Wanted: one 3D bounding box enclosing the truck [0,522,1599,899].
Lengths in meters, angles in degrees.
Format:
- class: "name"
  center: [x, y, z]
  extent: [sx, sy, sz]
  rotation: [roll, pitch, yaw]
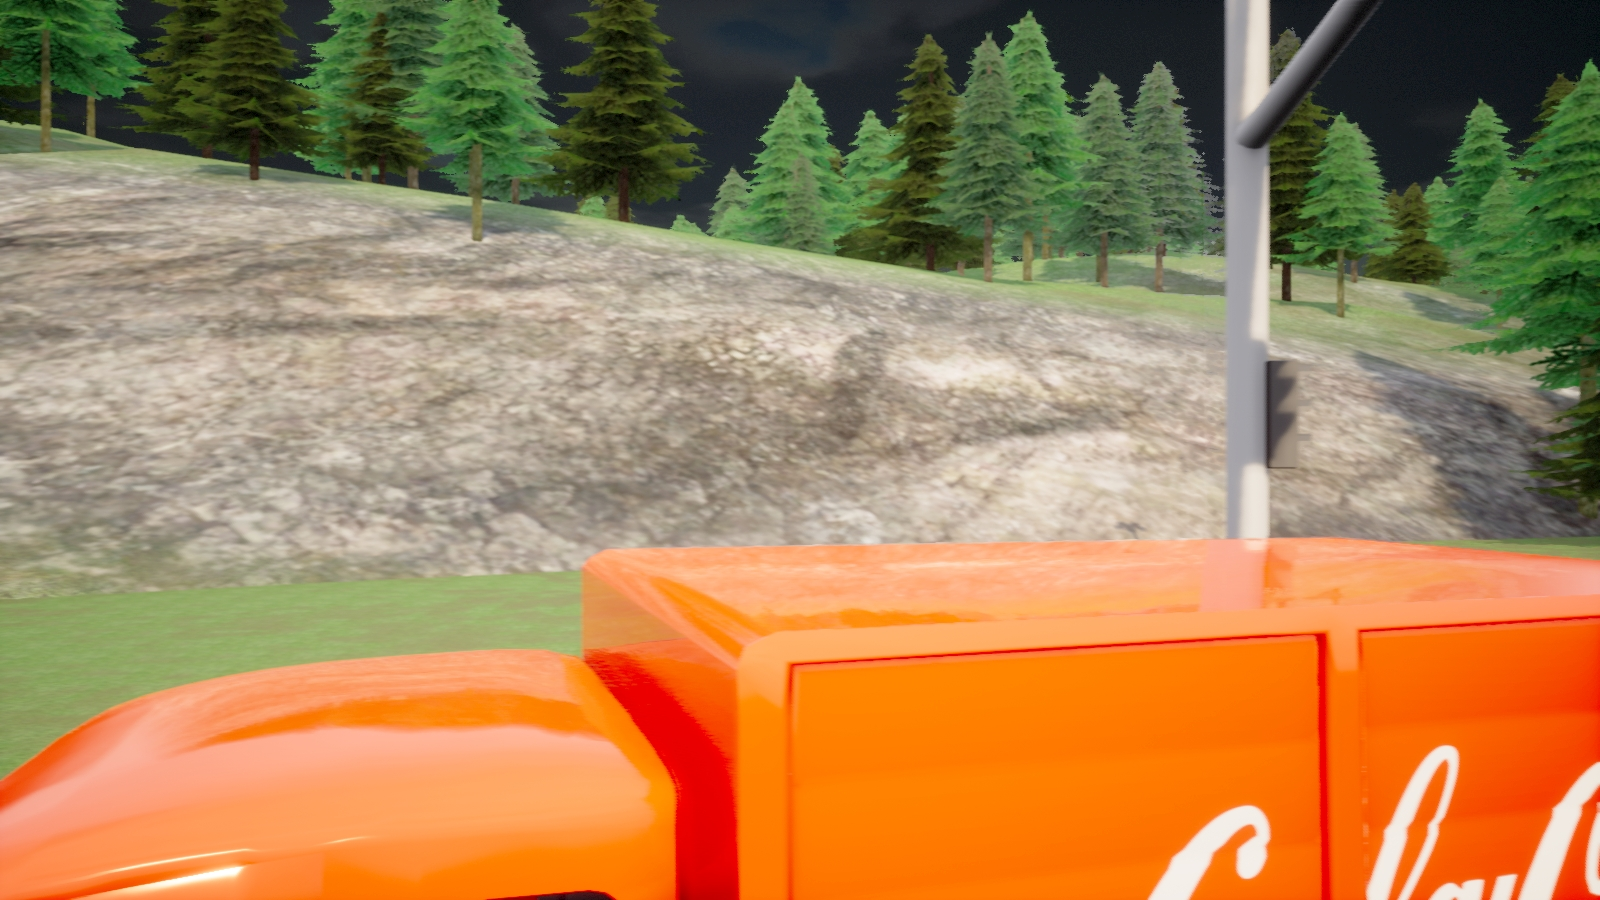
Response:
- class: "truck"
  center: [0.293, 1.568, 3.371]
  extent: [5.204, 2.467, 2.627]
  rotation: [0, 0, -19]
